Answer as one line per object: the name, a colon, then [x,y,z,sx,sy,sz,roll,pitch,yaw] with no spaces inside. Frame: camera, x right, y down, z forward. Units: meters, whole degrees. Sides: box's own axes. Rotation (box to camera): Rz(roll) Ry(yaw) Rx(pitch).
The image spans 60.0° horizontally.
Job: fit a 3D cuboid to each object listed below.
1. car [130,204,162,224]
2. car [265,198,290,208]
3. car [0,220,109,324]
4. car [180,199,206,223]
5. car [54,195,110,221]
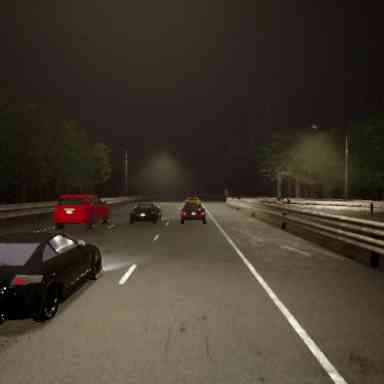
car: [-3.402,1.555,25.042,1.994,1.385,4.181,0,0,0]
car: [12.827,1.642,50.372,1.994,1.385,4.181,0,0,-27]
car: [-3.403,1.561,7.249,1.994,1.385,4.181,0,0,0]
car: [0.096,1.538,25.341,2.033,1.411,5.357,0,0,0]
car: [-6.901,1.214,21.361,2.150,2.045,5.566,0,0,0]
